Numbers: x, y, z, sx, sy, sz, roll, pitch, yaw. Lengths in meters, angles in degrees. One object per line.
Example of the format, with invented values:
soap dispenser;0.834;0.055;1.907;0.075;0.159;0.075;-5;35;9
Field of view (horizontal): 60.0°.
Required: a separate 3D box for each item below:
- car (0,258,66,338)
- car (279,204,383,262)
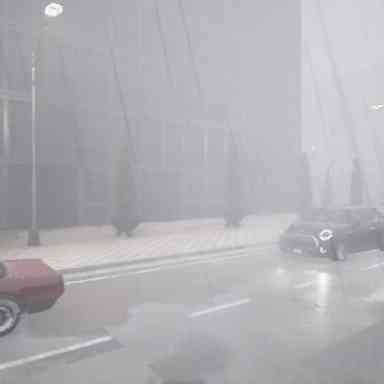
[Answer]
car;-4.579;1.606;5.021;4.718;1.301;1.895;0;0;-36
car;5.249;1.309;12.007;4.553;1.767;2.097;0;0;-34
